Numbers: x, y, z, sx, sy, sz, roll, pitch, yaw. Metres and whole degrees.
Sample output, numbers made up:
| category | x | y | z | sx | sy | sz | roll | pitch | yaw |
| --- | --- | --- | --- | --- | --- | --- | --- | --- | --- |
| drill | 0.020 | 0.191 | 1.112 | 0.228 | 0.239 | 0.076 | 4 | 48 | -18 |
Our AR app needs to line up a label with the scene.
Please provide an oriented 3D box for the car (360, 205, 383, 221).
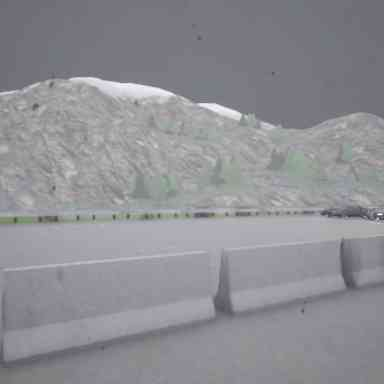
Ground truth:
| category | x | y | z | sx | sy | sz | roll | pitch | yaw |
| --- | --- | --- | --- | --- | --- | --- | --- | --- | --- |
| car | 17.818 | 1.862 | 29.896 | 4.892 | 1.490 | 1.837 | 1 | -1 | -24 |

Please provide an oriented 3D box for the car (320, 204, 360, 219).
| category | x | y | z | sx | sy | sz | roll | pitch | yaw |
| --- | --- | --- | --- | --- | --- | --- | --- | --- | --- |
| car | 15.144 | 1.887 | 32.558 | 5.357 | 1.411 | 2.033 | 1 | 0 | -25 |
